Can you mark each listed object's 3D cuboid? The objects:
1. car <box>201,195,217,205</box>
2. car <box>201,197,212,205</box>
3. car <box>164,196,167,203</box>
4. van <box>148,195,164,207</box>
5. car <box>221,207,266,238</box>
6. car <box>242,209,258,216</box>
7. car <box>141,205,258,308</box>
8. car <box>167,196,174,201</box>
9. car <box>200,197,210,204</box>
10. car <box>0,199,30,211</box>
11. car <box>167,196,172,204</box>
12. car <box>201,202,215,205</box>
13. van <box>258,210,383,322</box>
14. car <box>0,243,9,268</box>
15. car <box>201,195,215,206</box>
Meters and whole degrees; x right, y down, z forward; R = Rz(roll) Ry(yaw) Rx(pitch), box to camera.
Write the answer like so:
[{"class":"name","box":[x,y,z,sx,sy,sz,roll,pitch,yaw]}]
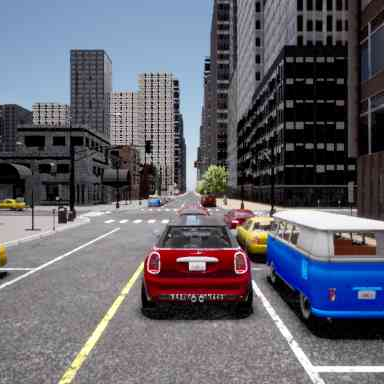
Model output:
[{"class":"car","box":[2.645,1.369,50.667,2.192,1.841,5.009,0,0,0]},{"class":"car","box":[2.637,1.621,61.715,1.887,1.381,4.507,0,0,0]},{"class":"car","box":[-5.739,1.505,56.181,1.967,1.590,4.097,0,0,0]},{"class":"van","box":[-5.734,1.395,50.658,1.690,1.788,3.998,0,0,0]},{"class":"car","box":[2.673,1.587,18.279,1.802,1.307,4.206,0,0,0]},{"class":"car","box":[2.677,1.527,12.786,1.752,1.417,4.829,0,0,0]},{"class":"car","box":[0.093,1.352,8.093,2.097,1.767,4.553,0,0,0]},{"class":"car","box":[-5.765,1.673,89.155,1.752,1.417,4.829,0,0,0]},{"class":"car","box":[2.633,1.655,67.239,1.947,1.339,4.313,0,0,0]},{"class":"car","box":[-21.440,1.469,38.476,4.829,1.417,1.752,0,0,0]},{"class":"car","box":[-5.748,1.529,67.231,1.967,1.590,4.097,0,0,0]},{"class":"car","box":[0.086,1.482,17.299,1.882,1.535,5.008,0,0,0]},{"class":"van","box":[2.682,1.341,6.952,1.690,1.788,3.998,0,0,0]},{"class":"car","box":[-5.698,1.525,6.775,1.752,1.417,4.829,0,0,0]},{"class":"car","box":[2.641,1.380,56.191,2.192,1.841,5.009,0,0,0]}]
